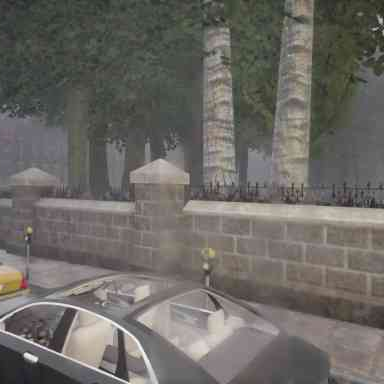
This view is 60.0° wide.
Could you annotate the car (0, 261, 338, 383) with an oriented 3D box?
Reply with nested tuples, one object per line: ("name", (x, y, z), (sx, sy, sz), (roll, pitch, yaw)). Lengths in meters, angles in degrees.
("car", (-0.865, 1.550, 3.412), (4.403, 1.369, 2.008), (0, 1, 36))
